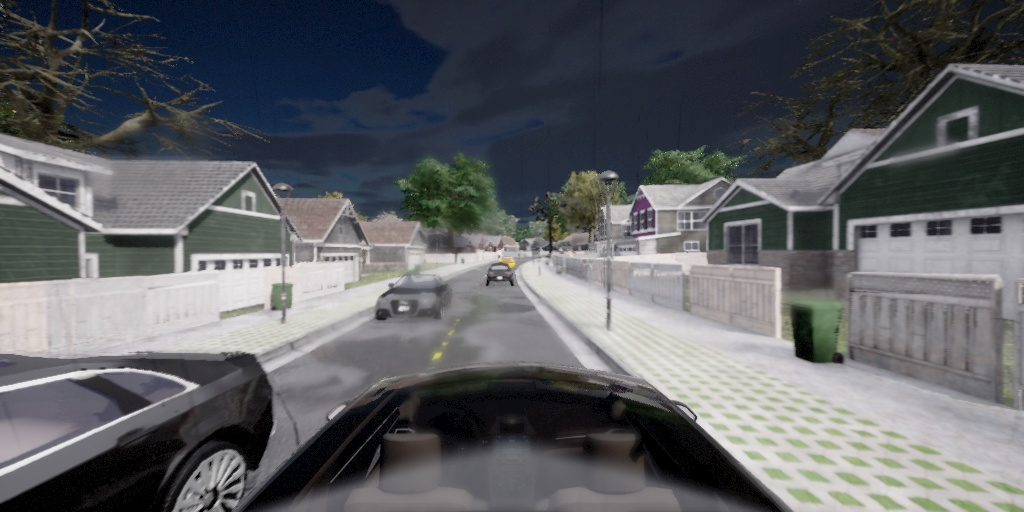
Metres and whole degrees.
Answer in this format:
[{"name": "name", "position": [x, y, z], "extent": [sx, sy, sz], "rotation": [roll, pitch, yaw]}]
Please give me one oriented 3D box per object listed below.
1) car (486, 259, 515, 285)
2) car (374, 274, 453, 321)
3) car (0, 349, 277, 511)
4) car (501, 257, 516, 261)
[{"name": "car", "position": [-0.825, 1.206, 25.019], "extent": [1.812, 1.442, 4.674], "rotation": [0, 1, -1]}, {"name": "car", "position": [-3.197, 1.322, 12.387], "extent": [1.994, 1.385, 4.181], "rotation": [0, 0, -2]}, {"name": "car", "position": [-2.933, 1.254, 1.039], "extent": [2.128, 1.511, 4.902], "rotation": [0, 0, 0]}, {"name": "car", "position": [-0.593, 0.873, 44.456], "extent": [1.882, 1.535, 5.008], "rotation": [0, 1, 3]}]
